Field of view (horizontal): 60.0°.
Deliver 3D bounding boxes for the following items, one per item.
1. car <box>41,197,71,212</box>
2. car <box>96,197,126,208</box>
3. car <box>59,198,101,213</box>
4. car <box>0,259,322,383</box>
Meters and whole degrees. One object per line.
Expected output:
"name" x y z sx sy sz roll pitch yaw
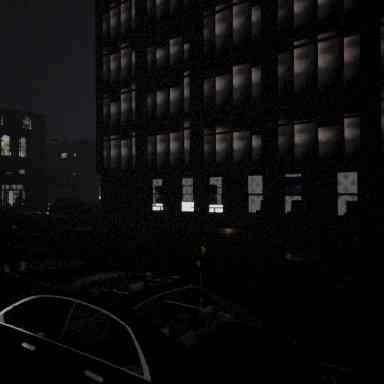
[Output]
"car" -16.374 1.489 41.397 2.097 1.767 4.553 0 -1 37
"car" -12.395 1.643 51.182 1.967 1.590 4.097 -1 -1 36
"car" -12.177 1.683 37.276 1.802 1.307 4.206 -1 -1 36
"car" -0.961 1.551 3.562 4.403 1.369 2.008 0 0 35
